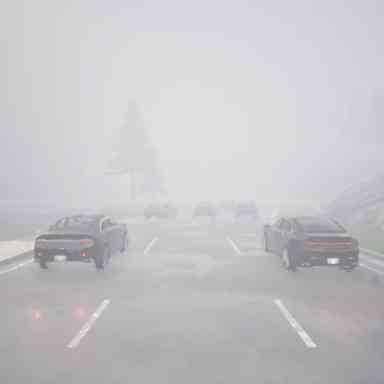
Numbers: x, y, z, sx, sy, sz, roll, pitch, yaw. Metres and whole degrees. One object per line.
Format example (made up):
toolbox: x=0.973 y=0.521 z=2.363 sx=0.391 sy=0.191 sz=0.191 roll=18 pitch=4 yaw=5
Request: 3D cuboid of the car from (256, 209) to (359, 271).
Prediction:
car: x=3.602 y=1.505 z=10.891 sx=1.837 sy=1.490 sz=4.892 roll=0 pitch=0 yaw=0

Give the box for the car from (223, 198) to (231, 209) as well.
car: x=4.583 y=1.526 z=41.709 sx=1.812 sy=1.442 sz=4.674 roll=0 pitch=0 yaw=16

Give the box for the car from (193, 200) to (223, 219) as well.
car: x=1.319 y=1.526 z=29.512 sx=1.812 sy=1.442 sz=4.674 roll=0 pitch=0 yaw=12

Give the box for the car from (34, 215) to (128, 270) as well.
car: x=-3.398 y=1.491 z=11.026 sx=2.128 sy=1.511 sz=4.902 roll=0 pitch=0 yaw=0

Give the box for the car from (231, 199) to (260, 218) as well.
car: x=5.105 y=1.493 z=30.404 sx=2.128 sy=1.511 sz=4.902 roll=0 pitch=0 yaw=13

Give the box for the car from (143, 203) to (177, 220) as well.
car: x=-2.542 y=1.601 z=28.126 sx=1.895 sy=1.301 sz=4.718 roll=0 pitch=0 yaw=9
